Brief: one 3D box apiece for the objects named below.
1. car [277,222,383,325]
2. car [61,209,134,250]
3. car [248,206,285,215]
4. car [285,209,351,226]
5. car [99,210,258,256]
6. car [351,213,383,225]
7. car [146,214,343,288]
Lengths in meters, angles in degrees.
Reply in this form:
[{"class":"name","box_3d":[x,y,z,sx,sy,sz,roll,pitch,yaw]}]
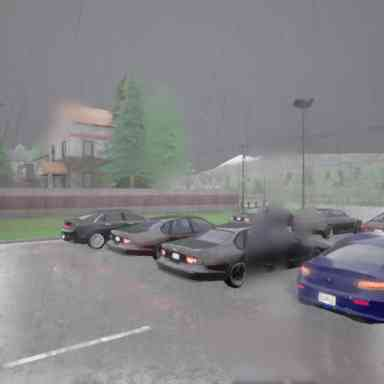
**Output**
[{"class":"car","box_3d":[4.012,1.525,6.600,4.674,1.442,1.812,0,0,-35]},{"class":"car","box_3d":[-3.069,1.504,14.461,4.892,1.490,1.837,0,0,-35]},{"class":"car","box_3d":[4.654,1.546,19.961,5.357,1.411,2.033,0,0,-35]},{"class":"car","box_3d":[7.161,1.563,17.455,4.181,1.385,1.994,0,0,-35]},{"class":"car","box_3d":[-0.337,1.547,12.103,5.357,1.411,2.033,0,0,-36]},{"class":"car","box_3d":[9.188,1.563,14.596,4.181,1.385,1.994,0,0,-35]},{"class":"car","box_3d":[1.665,1.547,9.230,5.357,1.411,2.033,0,0,-35]}]
